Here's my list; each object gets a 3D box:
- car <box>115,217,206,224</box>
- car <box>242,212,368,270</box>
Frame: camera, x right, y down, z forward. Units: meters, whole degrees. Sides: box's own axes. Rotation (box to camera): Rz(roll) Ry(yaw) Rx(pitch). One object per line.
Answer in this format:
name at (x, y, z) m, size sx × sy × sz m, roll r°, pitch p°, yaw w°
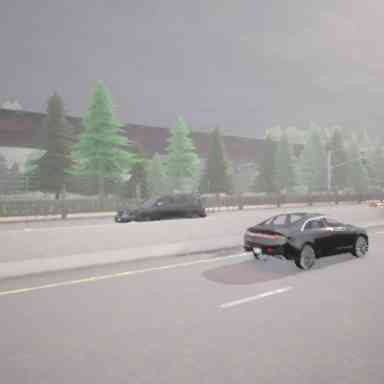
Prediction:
car at (-1.755, 1.139, 19.916) m, size 5.566 × 2.045 × 2.150 m, roll -1°, pitch 0°, yaw -35°
car at (3.809, 1.419, 10.761) m, size 4.902 × 1.511 × 2.128 m, roll 0°, pitch 0°, yaw -35°
